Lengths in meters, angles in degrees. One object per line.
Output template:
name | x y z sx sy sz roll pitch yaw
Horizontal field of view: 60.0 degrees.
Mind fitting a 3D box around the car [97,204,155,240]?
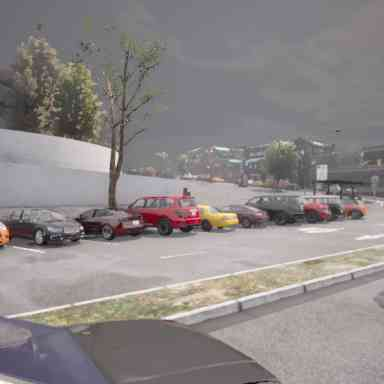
car | -4.567 1.524 16.987 4.792 1.488 2.163 -1 -1 34

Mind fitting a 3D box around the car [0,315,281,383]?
car | -1.785 1.547 1.857 5.357 1.411 2.033 0 0 -36

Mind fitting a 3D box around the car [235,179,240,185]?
car | 11.960 -2.328 79.790 2.002 1.452 4.674 7 3 35

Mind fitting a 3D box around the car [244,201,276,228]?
car | 2.797 1.546 22.197 4.674 1.452 2.002 -1 -1 35

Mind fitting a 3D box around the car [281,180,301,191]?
car | 20.614 -1.003 67.454 2.231 1.521 4.892 7 3 35

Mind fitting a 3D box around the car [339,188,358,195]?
car | 27.528 0.126 57.606 2.002 1.452 4.674 7 3 35

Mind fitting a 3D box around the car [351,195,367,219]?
car | 12.676 1.399 29.093 4.553 1.767 2.185 -1 -1 35

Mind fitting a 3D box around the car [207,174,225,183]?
car | 6.844 -3.187 87.293 1.946 1.575 5.366 7 3 34

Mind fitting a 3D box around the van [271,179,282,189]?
van | 18.851 -1.501 69.814 1.878 1.987 4.442 7 4 35

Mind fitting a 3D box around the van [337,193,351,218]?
van | 10.269 1.293 27.339 4.442 1.987 1.878 -1 -1 35

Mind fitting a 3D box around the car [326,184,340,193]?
car | 25.834 -0.437 60.076 2.435 2.045 5.566 7 3 35

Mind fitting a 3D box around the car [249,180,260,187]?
car | 15.540 -1.823 75.012 1.946 1.575 5.366 7 3 35

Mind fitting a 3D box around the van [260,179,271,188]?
van | 17.118 -1.775 72.283 1.878 1.987 4.442 7 4 35

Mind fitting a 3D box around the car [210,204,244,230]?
car | 0.193 1.501 20.566 5.366 1.575 1.946 -1 -1 34

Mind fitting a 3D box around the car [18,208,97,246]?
car | -6.985 1.494 15.237 4.892 1.521 2.231 -1 -1 34

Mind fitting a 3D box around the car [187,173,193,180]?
car | 1.460 -4.096 94.481 2.185 1.767 4.553 4 1 33

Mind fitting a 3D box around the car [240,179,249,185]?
car | 13.706 -2.054 77.330 2.002 1.452 4.674 7 4 35

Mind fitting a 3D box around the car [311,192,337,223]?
car | 7.733 1.264 25.666 5.566 2.045 2.435 -1 -1 35

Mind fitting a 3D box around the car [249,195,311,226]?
car | 5.222 1.260 23.958 5.566 2.045 2.435 -1 -1 35

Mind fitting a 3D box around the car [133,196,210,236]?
car | -2.125 1.247 18.736 5.566 2.045 2.435 -1 -1 34

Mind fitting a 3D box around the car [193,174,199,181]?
car | 3.193 -3.861 92.014 2.185 1.767 4.553 6 3 34

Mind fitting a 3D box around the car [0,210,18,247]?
car | -9.449 1.367 13.509 4.553 1.767 2.185 -1 -1 34

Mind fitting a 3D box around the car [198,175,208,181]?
car | 4.990 -3.709 89.550 2.435 2.045 5.566 7 3 34
